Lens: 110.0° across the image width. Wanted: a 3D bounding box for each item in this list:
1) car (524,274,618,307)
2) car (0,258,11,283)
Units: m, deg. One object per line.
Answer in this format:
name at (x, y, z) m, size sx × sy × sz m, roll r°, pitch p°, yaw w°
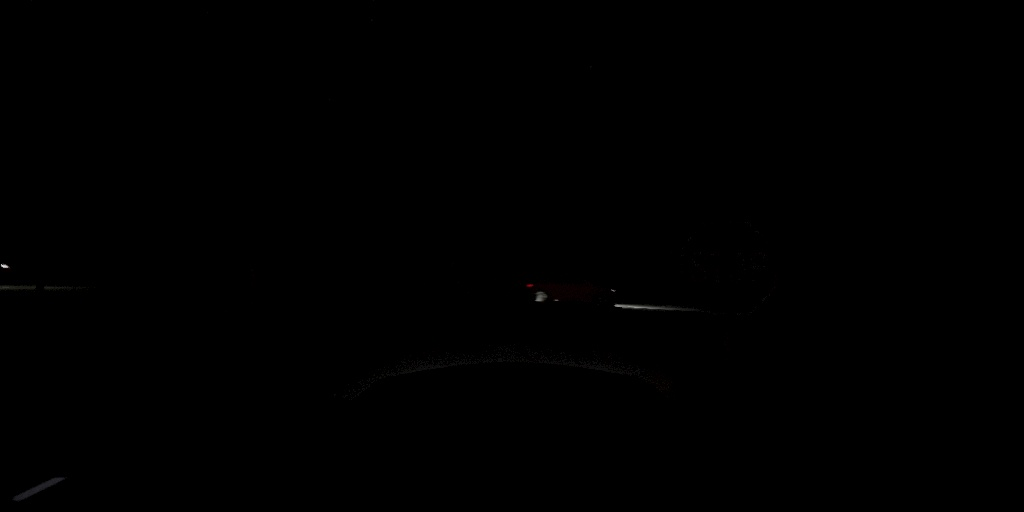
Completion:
car at (2.677, 1.547, 16.574) m, size 4.181 × 1.385 × 1.994 m, roll 2°, pitch -4°, yaw 0°
car at (-27.354, 0.261, 16.831) m, size 5.566 × 2.045 × 2.150 m, roll 2°, pitch -4°, yaw 0°
